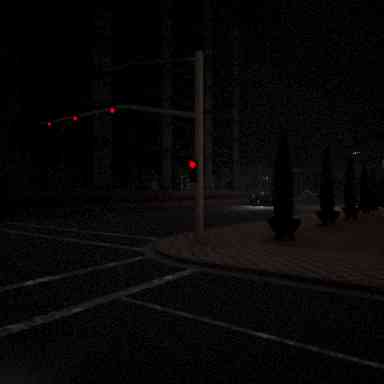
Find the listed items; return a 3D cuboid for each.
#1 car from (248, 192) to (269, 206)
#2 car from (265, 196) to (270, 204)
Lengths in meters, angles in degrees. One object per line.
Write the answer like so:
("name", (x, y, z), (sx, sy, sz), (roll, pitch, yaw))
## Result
("car", (11.123, 1.381, 55.372), (2.097, 1.767, 4.553), (0, 0, 36))
("car", (14.043, 1.627, 53.433), (1.895, 1.301, 4.718), (0, 0, 36))
